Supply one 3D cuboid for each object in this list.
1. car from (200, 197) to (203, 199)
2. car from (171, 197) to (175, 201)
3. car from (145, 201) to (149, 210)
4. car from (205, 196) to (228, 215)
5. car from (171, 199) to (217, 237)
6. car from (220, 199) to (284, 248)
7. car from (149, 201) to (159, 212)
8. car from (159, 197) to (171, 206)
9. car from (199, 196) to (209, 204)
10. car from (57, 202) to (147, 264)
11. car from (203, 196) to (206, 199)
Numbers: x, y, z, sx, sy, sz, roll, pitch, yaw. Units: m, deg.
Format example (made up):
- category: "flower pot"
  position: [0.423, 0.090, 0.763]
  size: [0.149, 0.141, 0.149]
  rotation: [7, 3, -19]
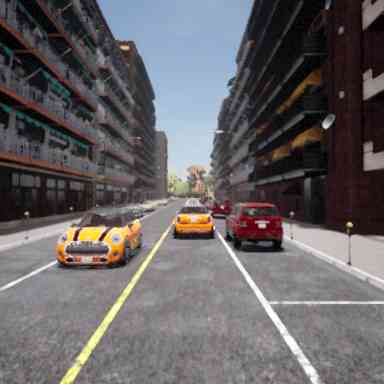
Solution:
- category: "car"
  position: [0.109, 1.745, 43.001]
  size: [1.882, 1.535, 5.008]
  rotation: [0, -1, 0]
- category: "car"
  position: [-5.681, 2.031, 93.197]
  size: [1.967, 1.590, 4.097]
  rotation: [1, 0, 0]
- category: "car"
  position: [-5.674, 1.749, 31.950]
  size: [2.008, 1.369, 4.403]
  rotation: [1, 0, 0]
- category: "car"
  position: [2.709, 1.512, 31.917]
  size: [2.192, 1.841, 5.009]
  rotation: [1, 0, 0]
- category: "car"
  position: [0.101, 1.468, 18.939]
  size: [2.097, 1.767, 4.553]
  rotation: [0, 0, 0]
- category: "car"
  position: [2.706, 1.409, 15.214]
  size: [2.192, 1.841, 5.009]
  rotation: [1, 0, 0]
- category: "car"
  position: [-5.672, 1.792, 42.917]
  size: [1.752, 1.417, 4.829]
  rotation: [1, 0, 0]
- category: "car"
  position: [-5.668, 1.934, 65.187]
  size: [1.752, 1.417, 4.829]
  rotation: [1, 0, 0]
- category: "car"
  position: [2.718, 1.796, 76.460]
  size: [2.192, 1.841, 5.009]
  rotation: [1, 0, 0]
- category: "car"
  position: [-3.097, 1.426, 12.009]
  size: [2.097, 1.767, 4.553]
  rotation: [0, 0, 0]
- category: "car"
  position: [2.709, 1.707, 43.052]
  size: [1.967, 1.590, 4.097]
  rotation: [1, 0, 0]
